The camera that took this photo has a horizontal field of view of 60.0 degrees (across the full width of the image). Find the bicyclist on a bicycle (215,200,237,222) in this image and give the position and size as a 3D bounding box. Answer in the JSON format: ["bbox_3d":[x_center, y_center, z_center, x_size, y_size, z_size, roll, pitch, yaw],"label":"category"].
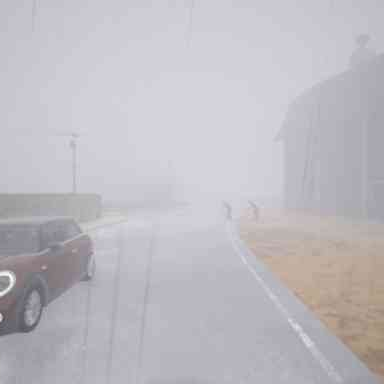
[{"bbox_3d":[2.585,1.474,25.487,1.656,1.620,0.582,0,0,9],"label":"bicyclist on a bicycle"}]

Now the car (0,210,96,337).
[{"bbox_3d":[-3.569,1.341,6.755,2.097,1.767,4.553,0,0,1],"label":"car"}]

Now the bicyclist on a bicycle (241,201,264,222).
[{"bbox_3d":[4.505,1.469,24.810,1.656,1.620,0.582,0,0,8],"label":"bicyclist on a bicycle"}]
